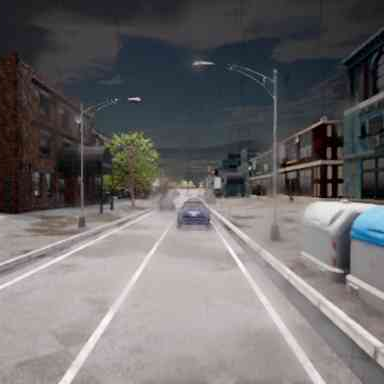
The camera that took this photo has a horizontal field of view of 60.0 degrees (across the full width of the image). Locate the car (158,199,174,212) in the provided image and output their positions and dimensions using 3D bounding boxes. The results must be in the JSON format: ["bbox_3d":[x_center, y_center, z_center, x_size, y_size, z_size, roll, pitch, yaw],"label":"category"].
[{"bbox_3d":[-3.070,1.645,41.702,1.837,1.490,4.892,0,0,0],"label":"car"}]

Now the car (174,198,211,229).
[{"bbox_3d":[0.107,1.392,22.133,2.097,1.767,4.553,0,0,0],"label":"car"}]

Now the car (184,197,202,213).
[{"bbox_3d":[0.113,1.482,39.828,2.097,1.767,4.553,0,0,0],"label":"car"}]
